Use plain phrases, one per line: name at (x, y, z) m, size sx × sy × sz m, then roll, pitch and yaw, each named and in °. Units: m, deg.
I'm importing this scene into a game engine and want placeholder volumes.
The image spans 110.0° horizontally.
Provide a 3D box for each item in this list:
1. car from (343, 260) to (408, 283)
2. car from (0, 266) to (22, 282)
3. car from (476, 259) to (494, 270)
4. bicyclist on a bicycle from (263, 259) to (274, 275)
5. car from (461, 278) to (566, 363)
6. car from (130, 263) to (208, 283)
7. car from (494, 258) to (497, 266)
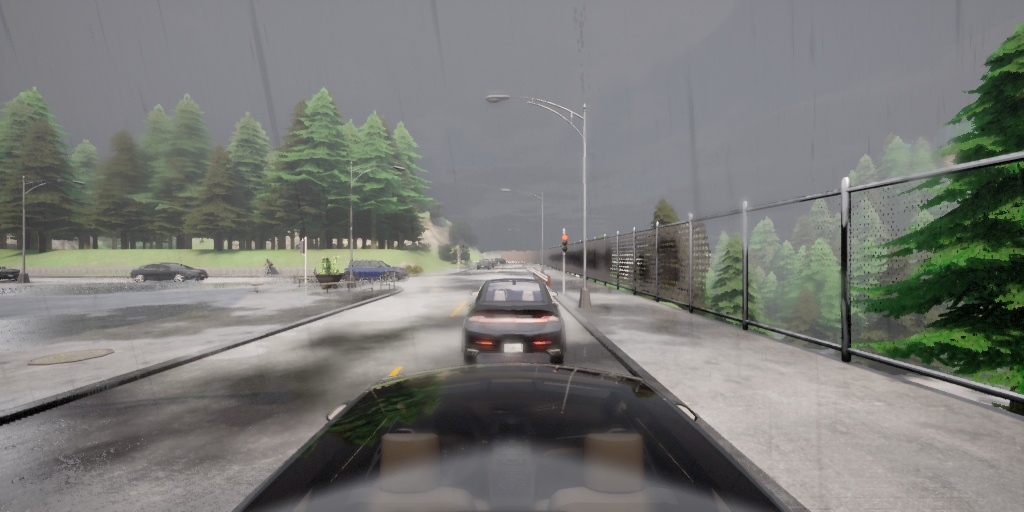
car at (-10.335, 1.101, 27.436) m, size 4.553 × 1.767 × 2.097 m, roll 0°, pitch 0°, yaw -4°
car at (-40.460, 1.228, 27.197) m, size 5.008 × 1.535 × 1.882 m, roll 0°, pitch 0°, yaw 0°
car at (-4.084, 1.255, 52.501) m, size 1.837 × 1.490 × 4.892 m, roll 0°, pitch 0°, yaw 0°
bicyclist on a bicycle at (-24.148, 1.099, 35.566) m, size 0.582 × 1.620 × 1.656 m, roll 0°, pitch 0°, yaw 0°
car at (0.048, 1.241, 8.081) m, size 2.128 × 1.511 × 4.902 m, roll 0°, pitch 0°, yaw 1°
car at (-25.890, 1.256, 27.171) m, size 4.892 × 1.490 × 1.837 m, roll -1°, pitch 0°, yaw 0°
car at (-4.056, 1.228, 62.024) m, size 1.882 × 1.535 × 5.008 m, roll 0°, pitch 0°, yaw 0°
